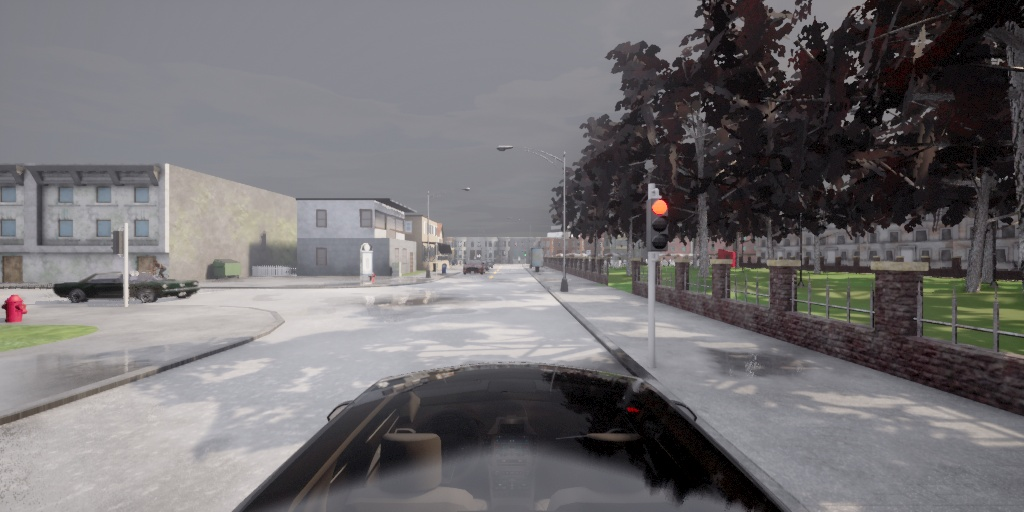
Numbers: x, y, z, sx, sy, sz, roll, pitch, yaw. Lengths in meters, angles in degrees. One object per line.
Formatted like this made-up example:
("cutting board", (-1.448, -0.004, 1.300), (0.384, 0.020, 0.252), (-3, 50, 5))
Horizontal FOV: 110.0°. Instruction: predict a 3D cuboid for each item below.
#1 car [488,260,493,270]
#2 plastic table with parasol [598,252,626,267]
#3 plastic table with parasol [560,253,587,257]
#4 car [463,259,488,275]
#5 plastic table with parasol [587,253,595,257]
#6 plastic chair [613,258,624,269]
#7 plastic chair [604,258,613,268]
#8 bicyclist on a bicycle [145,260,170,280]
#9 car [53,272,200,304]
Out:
("car", (-4.108, 1.297, 49.052), (2.033, 1.411, 5.357), (0, 0, 0))
("plastic table with parasol", (15.279, 0.694, 55.030), (2.482, 2.480, 2.482), (0, 0, -40))
("plastic table with parasol", (9.959, 0.684, 57.767), (2.482, 2.480, 2.482), (0, 0, -40))
("car", (-4.108, 1.102, 39.537), (2.097, 1.767, 4.553), (0, 0, 0))
("plastic table with parasol", (14.655, 0.673, 63.244), (2.482, 2.480, 2.482), (0, 0, -42))
("plastic chair", (16.012, 1.296, 54.032), (0.750, 1.272, 0.730), (0, 0, -40))
("plastic chair", (14.306, 1.306, 54.128), (0.730, 1.272, 0.750), (0, 0, -35))
("bicyclist on a bicycle", (-23.866, 1.098, 24.154), (0.582, 1.620, 1.656), (0, 0, 0))
("car", (-16.698, 1.351, 15.758), (4.718, 1.301, 1.895), (0, 0, 0))
